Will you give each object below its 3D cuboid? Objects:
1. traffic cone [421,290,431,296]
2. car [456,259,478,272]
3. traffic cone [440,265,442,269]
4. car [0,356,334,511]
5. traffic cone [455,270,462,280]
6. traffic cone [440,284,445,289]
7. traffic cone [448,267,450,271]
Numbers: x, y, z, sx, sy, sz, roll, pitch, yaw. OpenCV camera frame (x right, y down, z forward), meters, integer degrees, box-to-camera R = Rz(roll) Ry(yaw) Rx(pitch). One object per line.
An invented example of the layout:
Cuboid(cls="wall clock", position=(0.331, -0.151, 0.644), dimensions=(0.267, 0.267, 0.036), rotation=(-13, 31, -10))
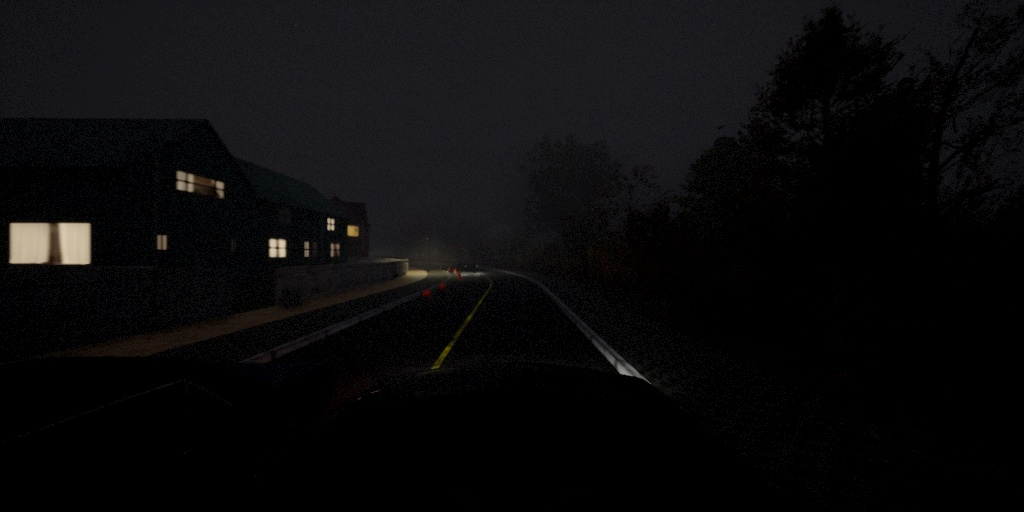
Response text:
Cuboid(cls="traffic cone", position=(-4.108, 1.532, 17.465), dimensions=(0.340, 0.580, 0.340), rotation=(0, 0, -17))
Cuboid(cls="car", position=(-5.461, 1.089, 43.507), dimensions=(1.882, 1.535, 5.008), rotation=(0, 1, -20))
Cuboid(cls="traffic cone", position=(-9.458, 1.489, 47.963), dimensions=(0.340, 0.580, 0.340), rotation=(0, 0, -25))
Cuboid(cls="car", position=(-2.850, 1.351, 1.638), dimensions=(1.895, 1.301, 4.718), rotation=(0, 0, 0))
Cuboid(cls="traffic cone", position=(-4.288, 1.685, 29.518), dimensions=(0.340, 0.580, 0.340), rotation=(0, 0, -7))
Cuboid(cls="traffic cone", position=(-4.144, 1.531, 21.376), dimensions=(0.340, 0.580, 0.340), rotation=(0, 0, -1))
Cuboid(cls="traffic cone", position=(-7.634, 1.558, 43.515), dimensions=(0.340, 0.580, 0.340), rotation=(0, 0, -20))
